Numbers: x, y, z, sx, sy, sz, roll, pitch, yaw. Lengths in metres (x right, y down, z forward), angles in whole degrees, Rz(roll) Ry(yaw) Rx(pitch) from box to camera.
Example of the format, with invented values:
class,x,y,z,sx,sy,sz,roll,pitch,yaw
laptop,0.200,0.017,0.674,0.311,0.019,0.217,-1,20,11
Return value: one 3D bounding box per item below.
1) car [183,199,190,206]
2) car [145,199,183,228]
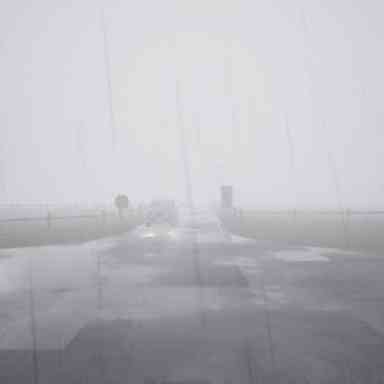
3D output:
class,x,y,z,sx,sy,sz,roll,pitch,yaw
car,-1.421,1.979,59.768,1.882,1.535,5.008,0,-1,1
car,-2.163,1.562,25.473,2.150,2.045,5.566,0,0,1
